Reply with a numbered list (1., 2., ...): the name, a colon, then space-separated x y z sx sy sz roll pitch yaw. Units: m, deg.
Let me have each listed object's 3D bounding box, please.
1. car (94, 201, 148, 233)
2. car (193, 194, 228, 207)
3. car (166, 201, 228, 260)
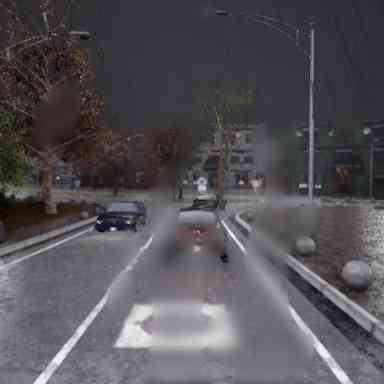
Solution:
1. car: -3.454 1.186 17.329 2.033 1.411 5.357 0 1 1
2. car: 1.553 0.859 26.733 1.882 1.535 5.008 0 2 18
3. car: 0.153 1.279 11.503 1.837 1.490 4.892 0 1 0
